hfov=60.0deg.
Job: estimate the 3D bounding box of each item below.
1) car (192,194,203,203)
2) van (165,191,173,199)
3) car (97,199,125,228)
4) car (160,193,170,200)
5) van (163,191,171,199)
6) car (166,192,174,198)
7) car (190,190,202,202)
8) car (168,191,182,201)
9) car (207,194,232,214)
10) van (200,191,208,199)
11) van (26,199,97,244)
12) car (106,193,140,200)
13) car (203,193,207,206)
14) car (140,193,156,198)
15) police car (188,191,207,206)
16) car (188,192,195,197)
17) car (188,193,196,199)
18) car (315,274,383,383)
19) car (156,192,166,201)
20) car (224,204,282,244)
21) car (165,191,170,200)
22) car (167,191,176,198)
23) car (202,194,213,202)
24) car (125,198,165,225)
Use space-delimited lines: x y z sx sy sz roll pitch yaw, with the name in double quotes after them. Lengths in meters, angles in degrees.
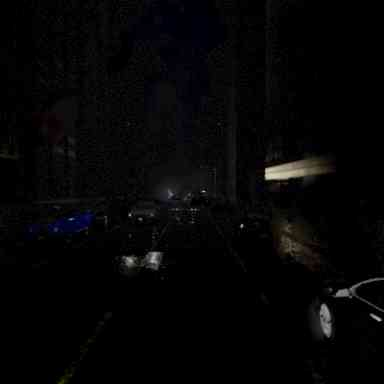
0.887 1.090 55.406 1.812 1.442 4.674 0 0 0 "car"
-5.786 0.696 82.498 1.690 1.788 3.998 0 0 0 "van"
-5.771 1.384 20.453 2.008 1.369 4.403 0 0 0 "car"
-5.783 0.968 71.048 1.752 1.417 4.829 0 0 0 "car"
-5.785 0.739 76.857 1.690 1.788 3.998 0 0 0 "van"
-5.787 0.751 88.139 1.967 1.590 4.097 0 0 0 "car"
0.686 0.739 61.411 2.150 2.045 5.566 0 0 -1 "car"
-3.044 1.062 63.706 1.994 1.385 4.181 0 0 1 "car"
2.751 1.186 31.740 1.967 1.590 4.097 0 0 0 "car"
2.740 0.739 76.864 1.690 1.788 3.998 0 0 0 "van"
-5.770 1.219 14.811 1.690 1.788 3.998 0 0 0 "van"
-5.773 1.104 26.092 2.192 1.841 5.009 0 0 0 "car"
2.749 1.225 43.022 1.947 1.339 4.313 0 0 0 "car"
-5.776 1.018 37.373 2.192 1.841 5.009 0 0 0 "car"
0.832 1.065 45.506 1.930 1.638 5.238 0 0 -1 "police car"
-0.022 0.772 93.911 1.895 1.301 4.718 0 0 0 "car"
-0.019 0.969 78.553 1.895 1.301 4.718 0 0 0 "car"
2.758 1.520 3.540 2.008 1.369 4.403 0 0 0 "car"
-5.779 1.138 54.297 1.947 1.339 4.313 0 0 0 "car"
2.756 1.429 14.821 2.008 1.369 4.403 0 0 0 "car"
-5.782 1.036 65.578 2.008 1.369 4.403 0 0 0 "car"
-5.789 0.582 93.779 2.192 1.841 5.009 0 0 0 "car"
2.745 1.073 59.944 1.887 1.381 4.507 0 0 0 "car"
-3.106 1.344 22.323 1.812 1.442 4.674 0 0 0 "car"
